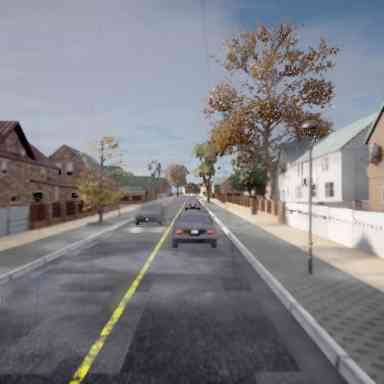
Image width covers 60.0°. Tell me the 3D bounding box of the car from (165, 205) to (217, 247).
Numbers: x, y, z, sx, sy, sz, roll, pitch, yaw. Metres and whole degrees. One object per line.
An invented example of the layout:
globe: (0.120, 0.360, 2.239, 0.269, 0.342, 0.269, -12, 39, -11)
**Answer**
car: (0.100, 1.533, 14.906, 2.033, 1.411, 5.357, 0, 0, 0)

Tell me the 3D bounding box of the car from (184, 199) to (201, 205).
car: (0.097, 1.507, 38.817, 2.033, 1.411, 5.357, 0, 0, 0)

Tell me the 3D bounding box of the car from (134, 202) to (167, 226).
car: (-2.843, 1.481, 23.528, 1.837, 1.490, 4.892, 0, 0, 0)
